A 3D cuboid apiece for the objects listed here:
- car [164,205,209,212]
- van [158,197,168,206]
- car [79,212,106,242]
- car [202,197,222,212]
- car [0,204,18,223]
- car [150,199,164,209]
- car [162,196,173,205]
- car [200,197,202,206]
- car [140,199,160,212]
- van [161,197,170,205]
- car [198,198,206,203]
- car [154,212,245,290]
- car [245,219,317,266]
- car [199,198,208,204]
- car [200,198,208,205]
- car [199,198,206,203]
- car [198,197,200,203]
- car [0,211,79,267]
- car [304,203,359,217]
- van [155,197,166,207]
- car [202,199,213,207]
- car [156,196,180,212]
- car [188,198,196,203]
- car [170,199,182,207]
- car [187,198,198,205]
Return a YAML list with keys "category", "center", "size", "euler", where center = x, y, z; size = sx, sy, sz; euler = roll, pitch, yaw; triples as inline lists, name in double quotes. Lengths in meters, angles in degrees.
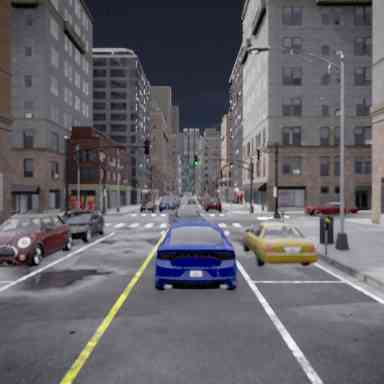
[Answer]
- category: "car"
  center: [-0.477, 1.762, 21.253]
  size: [1.895, 1.301, 4.718]
  euler: [0, 0, -9]
- category: "van"
  center: [-5.737, 1.870, 66.232]
  size: [1.690, 1.788, 3.998]
  euler: [-1, 0, 0]
- category: "car"
  center: [-5.691, 1.693, 17.015]
  size: [1.947, 1.339, 4.313]
  euler: [-1, 0, 0]
- category: "car"
  center: [2.808, 1.664, 43.896]
  size: [2.192, 1.841, 5.009]
  euler: [-1, 0, 0]
- category: "car"
  center: [-18.052, 1.871, 28.804]
  size: [5.008, 1.535, 1.882]
  euler: [-1, 0, -1]
- category: "car"
  center: [-5.725, 1.964, 54.889]
  size: [1.752, 1.417, 4.829]
  euler: [-1, 0, 0]
- category: "car"
  center: [-5.747, 1.931, 77.403]
  size: [2.192, 1.841, 5.009]
  euler: [-1, 0, 0]
- category: "car"
  center: [2.804, 1.710, 49.482]
  size: [2.192, 1.841, 5.009]
  euler: [-1, 0, 0]
- category: "car"
  center: [-5.715, 1.915, 43.887]
  size: [1.947, 1.339, 4.313]
  euler: [-1, 0, 0]
- category: "van"
  center: [-5.742, 1.914, 71.817]
  size: [1.690, 1.788, 3.998]
  euler: [-1, 0, 0]
- category: "car"
  center: [2.779, 2.294, 94.166]
  size: [2.008, 1.369, 4.403]
  euler: [-1, 0, 0]
- category: "car"
  center: [0.089, 1.546, 9.301]
  size: [1.882, 1.535, 5.008]
  euler: [0, 0, 0]
- category: "car"
  center: [2.838, 1.611, 11.697]
  size: [1.752, 1.417, 4.829]
  euler: [-1, 0, 0]
- category: "car"
  center: [2.786, 2.224, 82.994]
  size: [1.947, 1.339, 4.313]
  euler: [-1, 0, 0]
- category: "car"
  center: [2.789, 2.142, 77.579]
  size: [1.752, 1.417, 4.829]
  euler: [-1, 0, 0]
- category: "car"
  center: [2.782, 2.267, 88.580]
  size: [1.947, 1.339, 4.313]
  euler: [-1, 0, 0]
- category: "car"
  center: [2.794, 1.844, 66.239]
  size: [2.192, 1.841, 5.009]
  euler: [-1, 0, 0]
- category: "car"
  center: [-5.687, 1.525, 11.519]
  size: [1.967, 1.590, 4.097]
  euler: [-1, 0, 0]
- category: "car"
  center: [13.332, 1.687, 32.147]
  size: [4.718, 1.301, 1.895]
  euler: [-1, 0, -1]
- category: "van"
  center: [-5.732, 1.826, 60.646]
  size: [1.690, 1.788, 3.998]
  euler: [-1, 0, 0]
- category: "car"
  center: [2.799, 2.011, 60.822]
  size: [1.752, 1.417, 4.829]
  euler: [-1, 0, 0]
- category: "car"
  center: [-3.135, 1.577, 44.745]
  size: [2.150, 2.045, 5.566]
  euler: [0, 0, 0]
- category: "car"
  center: [-0.074, 2.134, 83.777]
  size: [1.895, 1.301, 4.718]
  euler: [0, 0, 0]
- category: "car"
  center: [-3.092, 2.068, 65.139]
  size: [2.033, 1.411, 5.357]
  euler: [0, 0, 0]
- category: "car"
  center: [-0.064, 2.102, 73.326]
  size: [2.128, 1.511, 4.902]
  euler: [0, 0, 0]
